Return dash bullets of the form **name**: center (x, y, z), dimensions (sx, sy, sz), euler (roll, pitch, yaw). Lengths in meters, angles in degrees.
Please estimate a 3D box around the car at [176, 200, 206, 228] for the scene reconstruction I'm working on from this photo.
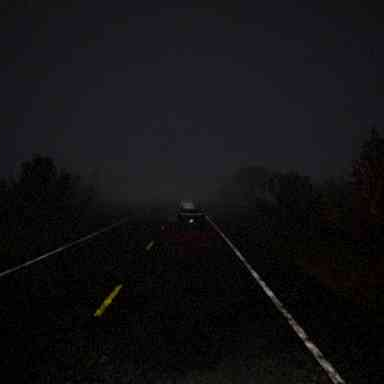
- **car**: center (-0.092, 1.567, 22.801), dimensions (2.128, 1.511, 4.902), euler (0, 0, -1)

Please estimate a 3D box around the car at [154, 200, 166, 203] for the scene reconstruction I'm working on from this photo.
- **car**: center (-4.498, 1.464, 47.631), dimensions (2.128, 1.511, 4.902), euler (0, 0, -3)
